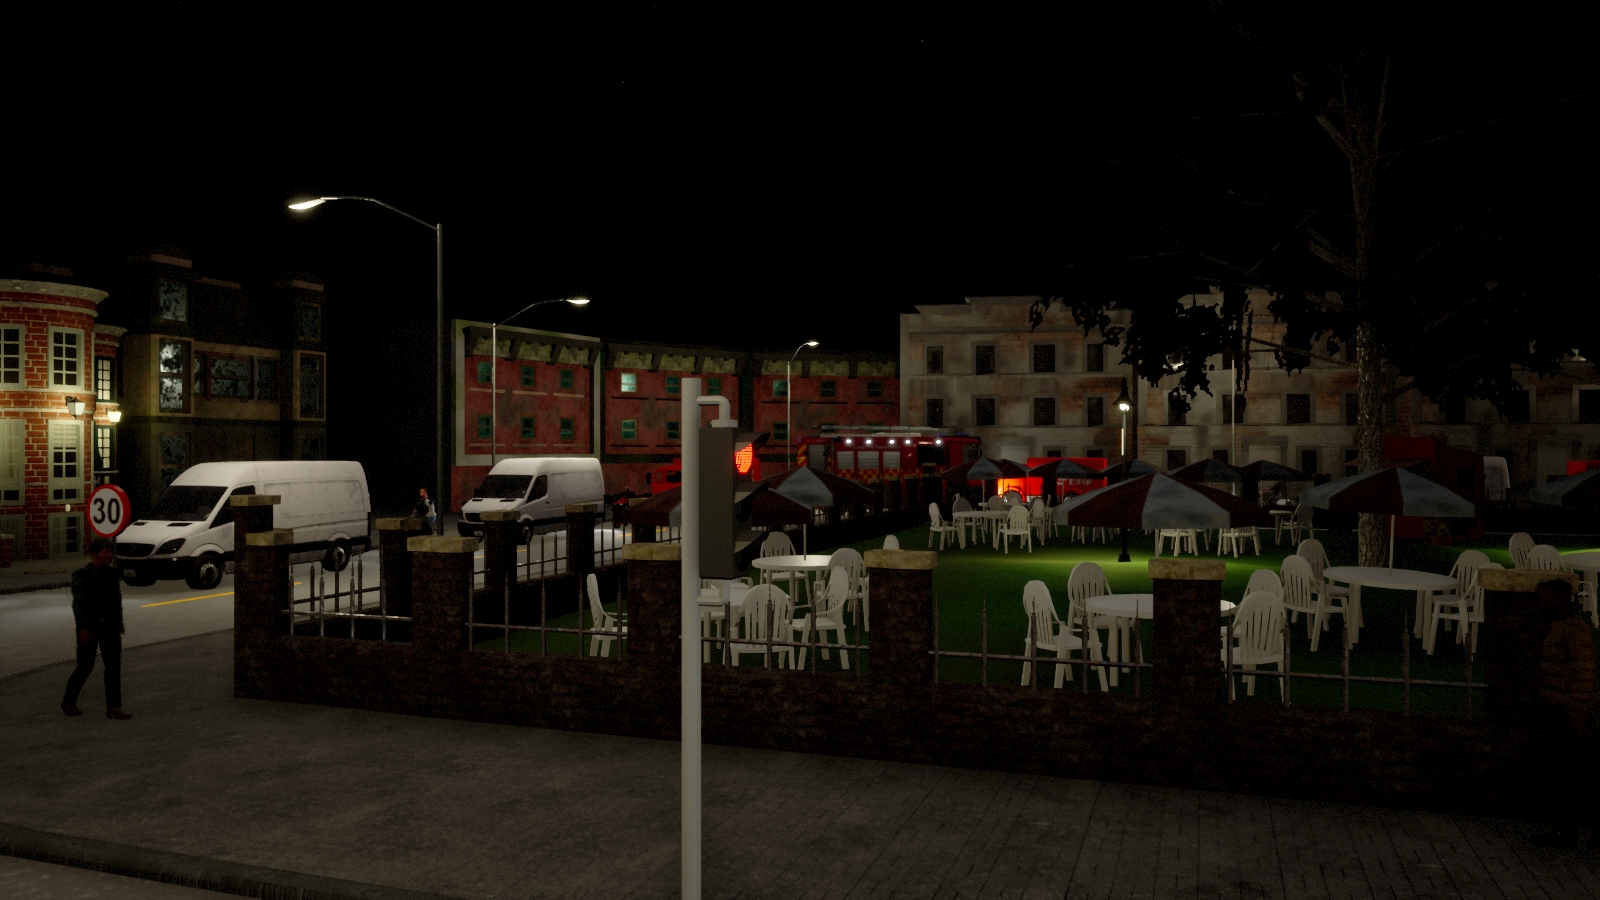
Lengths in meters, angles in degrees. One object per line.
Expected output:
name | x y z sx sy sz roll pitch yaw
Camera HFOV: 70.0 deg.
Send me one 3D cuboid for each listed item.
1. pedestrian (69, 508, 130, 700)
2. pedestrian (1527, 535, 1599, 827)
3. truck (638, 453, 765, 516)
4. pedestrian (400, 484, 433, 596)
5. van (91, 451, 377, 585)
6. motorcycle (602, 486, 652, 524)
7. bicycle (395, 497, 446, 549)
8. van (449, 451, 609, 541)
pedestrian | -6.996 1.518 11.418 0.375 1.860 0.375 0 0 23
pedestrian | 5.129 1.516 7.640 0.375 1.860 0.375 0 0 19
truck | -3.986 1.349 47.388 2.627 2.467 5.204 0 0 32
pedestrian | -6.502 1.518 19.370 0.375 1.860 0.375 0 0 32
van | -12.142 1.314 25.117 1.988 2.561 5.915 0 0 20
motorcycle | -6.279 1.985 41.598 0.867 1.251 2.209 0 0 20
bicycle | -10.162 1.936 30.641 0.373 1.296 1.643 0 0 20
van | -8.336 1.314 35.864 1.988 2.561 5.915 0 0 20
